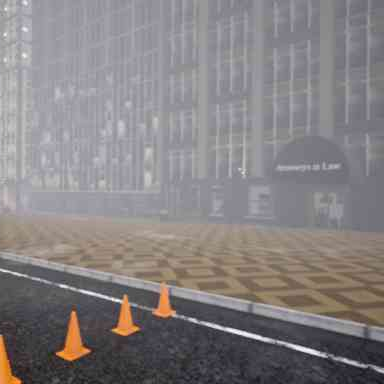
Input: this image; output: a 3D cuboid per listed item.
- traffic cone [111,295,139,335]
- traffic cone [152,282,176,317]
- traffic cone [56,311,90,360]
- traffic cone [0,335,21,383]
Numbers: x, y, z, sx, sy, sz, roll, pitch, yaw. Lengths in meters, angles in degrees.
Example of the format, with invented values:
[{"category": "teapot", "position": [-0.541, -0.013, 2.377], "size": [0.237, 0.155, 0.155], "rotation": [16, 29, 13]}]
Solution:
[{"category": "traffic cone", "position": [-1.125, 2.027, 5.597], "size": [0.340, 0.580, 0.340], "rotation": [-1, -1, 36]}, {"category": "traffic cone", "position": [-0.544, 2.036, 6.410], "size": [0.340, 0.580, 0.340], "rotation": [-1, -1, 36]}, {"category": "traffic cone", "position": [-1.706, 2.019, 4.782], "size": [0.340, 0.580, 0.340], "rotation": [-1, -1, 36]}, {"category": "traffic cone", "position": [-2.287, 2.011, 3.969], "size": [0.340, 0.580, 0.340], "rotation": [-1, -1, 36]}]
